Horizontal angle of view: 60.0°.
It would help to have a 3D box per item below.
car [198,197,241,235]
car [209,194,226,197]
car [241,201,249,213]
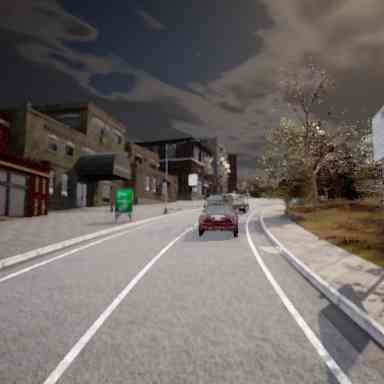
[{"bbox_3d":[1.610,1.385,19.079,2.097,1.767,4.553,-1,0,8],"label":"car"},{"bbox_3d":[3.125,1.355,42.696,2.150,2.045,5.566,-2,-1,18],"label":"car"},{"bbox_3d":[5.203,1.640,36.686,1.895,1.301,4.718,-1,0,15],"label":"car"}]
